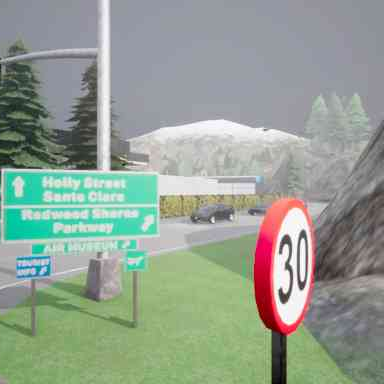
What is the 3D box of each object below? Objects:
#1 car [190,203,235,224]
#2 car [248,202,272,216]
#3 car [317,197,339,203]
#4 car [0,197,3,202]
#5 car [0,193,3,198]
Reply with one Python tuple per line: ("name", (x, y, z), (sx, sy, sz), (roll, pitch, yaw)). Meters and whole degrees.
("car", (1.737, 1.697, 26.909), (1.837, 1.490, 4.892), (0, 0, 36))
("car", (7.837, 1.739, 35.287), (2.033, 1.411, 5.357), (0, 0, 36))
("car", (29.678, 1.787, 72.816), (1.895, 1.301, 4.718), (0, 0, -27))
("car", (-12.386, 1.504, 26.071), (1.905, 1.878, 3.866), (0, 0, 35))
("car", (-38.583, 1.489, 70.017), (4.514, 1.523, 2.007), (0, 0, 35))
